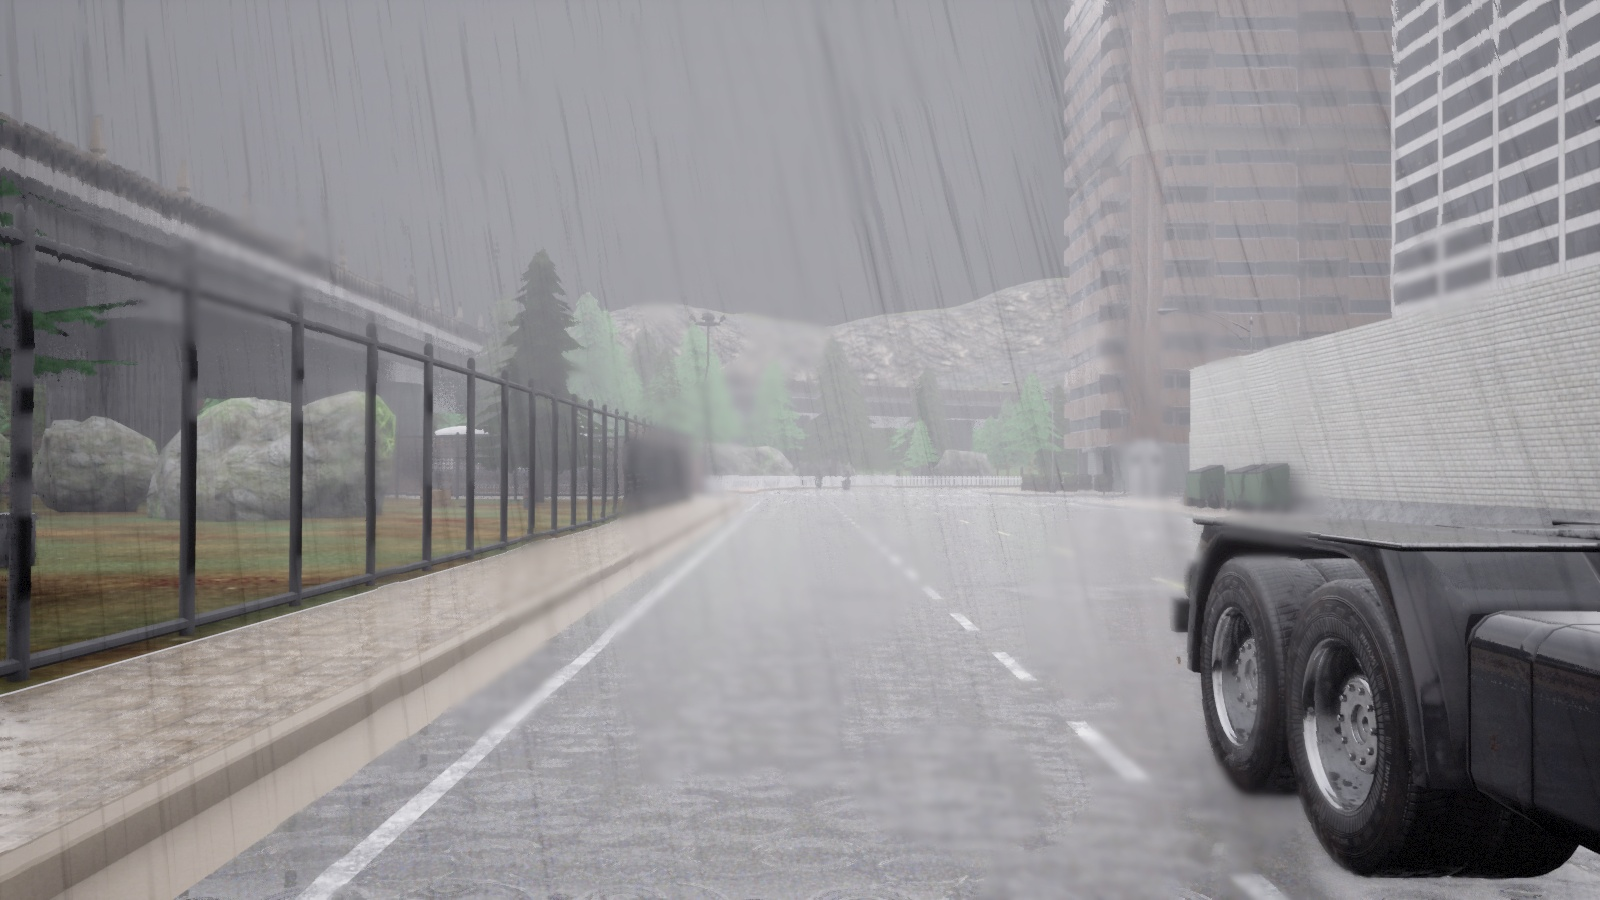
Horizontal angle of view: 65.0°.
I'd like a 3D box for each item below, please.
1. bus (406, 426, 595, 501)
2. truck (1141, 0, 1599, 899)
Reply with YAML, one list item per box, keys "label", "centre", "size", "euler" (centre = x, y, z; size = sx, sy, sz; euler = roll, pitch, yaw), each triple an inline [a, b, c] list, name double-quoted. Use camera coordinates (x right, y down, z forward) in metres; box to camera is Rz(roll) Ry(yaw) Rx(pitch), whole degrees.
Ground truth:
- label: "bus"
  centre: [-17.656, 0.813, 74.542]
  size: [10.273, 4.253, 3.944]
  euler: [0, -1, 0]
- label: "truck"
  centre: [3.487, -0.123, 3.466]
  size: [2.891, 3.462, 7.936]
  euler: [0, -1, 0]
